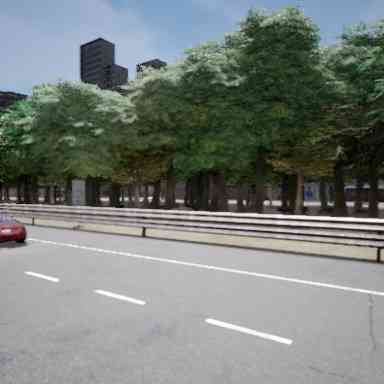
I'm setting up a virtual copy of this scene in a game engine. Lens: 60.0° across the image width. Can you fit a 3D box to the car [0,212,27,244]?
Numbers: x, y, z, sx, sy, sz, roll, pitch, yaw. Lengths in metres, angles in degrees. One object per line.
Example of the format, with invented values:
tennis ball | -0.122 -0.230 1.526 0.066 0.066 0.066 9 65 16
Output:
car | -9.160 1.569 14.701 4.181 1.385 1.994 0 0 36
